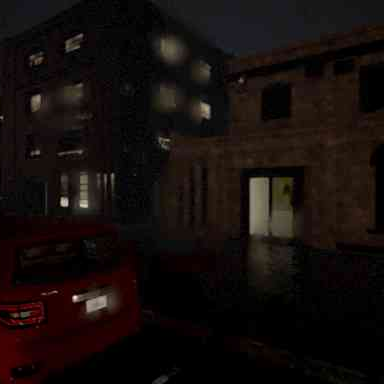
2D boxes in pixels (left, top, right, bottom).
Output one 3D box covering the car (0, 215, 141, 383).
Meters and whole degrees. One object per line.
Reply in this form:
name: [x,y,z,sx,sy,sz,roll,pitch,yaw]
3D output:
car: [-2.979,1.278,5.000,5.009,1.841,2.192,1,0,35]
